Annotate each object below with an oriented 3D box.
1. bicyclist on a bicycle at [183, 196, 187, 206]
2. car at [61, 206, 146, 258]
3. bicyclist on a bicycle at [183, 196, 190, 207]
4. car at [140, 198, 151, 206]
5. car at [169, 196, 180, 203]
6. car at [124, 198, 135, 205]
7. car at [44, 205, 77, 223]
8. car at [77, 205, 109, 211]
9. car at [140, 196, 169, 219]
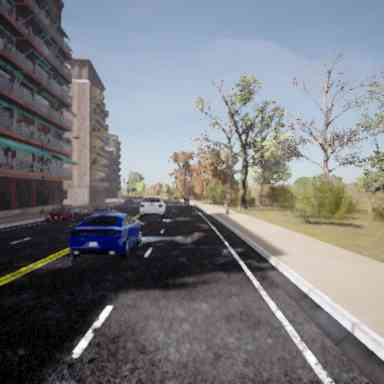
[{"bbox_3d":[-1.260,1.676,60.287,0.659,1.776,1.843,0,0,-5],"label":"bicyclist on a bicycle"},{"bbox_3d":[-3.213,1.549,13.194,1.882,1.535,5.008,0,0,-1],"label":"car"},{"bbox_3d":[-0.594,1.714,51.029,0.582,1.620,1.656,0,-1,-4],"label":"bicyclist on a bicycle"},{"bbox_3d":[-9.134,1.896,65.799,2.033,1.411,5.357,0,0,-5],"label":"car"},{"bbox_3d":[-3.988,1.875,79.999,1.882,1.535,5.008,0,0,-6],"label":"car"},{"bbox_3d":[-12.505,1.896,67.049,1.994,1.385,4.181,0,0,-5],"label":"car"},{"bbox_3d":[-10.198,1.708,26.759,1.994,1.385,4.181,0,0,-2],"label":"car"},{"bbox_3d":[-6.907,1.700,25.291,1.994,1.385,4.181,0,0,-2],"label":"car"},{"bbox_3d":[-3.660,1.389,31.666,2.150,2.045,5.566,0,0,-2],"label":"car"}]
